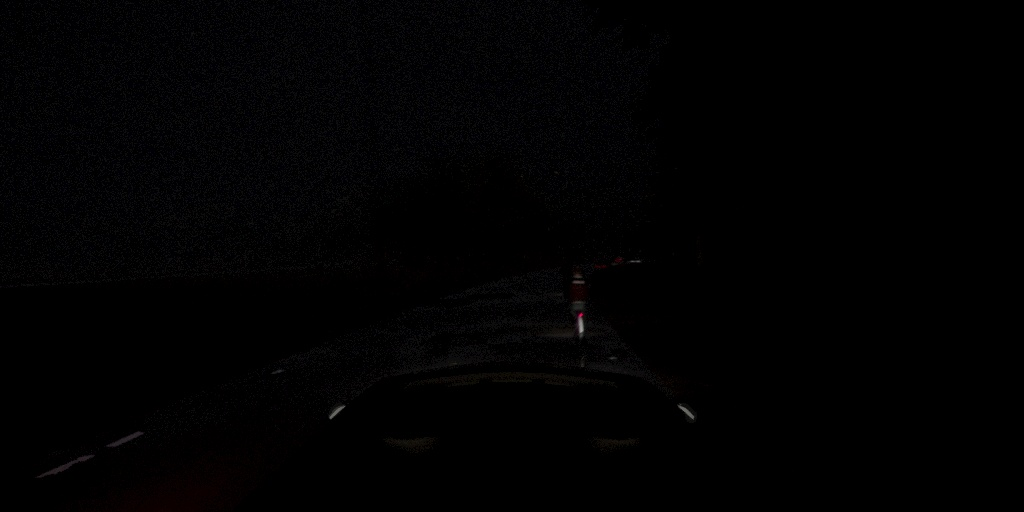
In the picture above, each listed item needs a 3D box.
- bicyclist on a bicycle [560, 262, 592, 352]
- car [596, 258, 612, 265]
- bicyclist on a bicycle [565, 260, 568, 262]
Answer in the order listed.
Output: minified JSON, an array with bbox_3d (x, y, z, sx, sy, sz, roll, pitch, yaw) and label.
[{"bbox_3d":[1.446,1.098,7.941,0.659,1.776,1.843,-1,0,5],"label":"bicyclist on a bicycle"},{"bbox_3d":[15.988,0.953,62.055,1.895,1.301,4.718,0,0,26],"label":"car"},{"bbox_3d":[2.548,1.066,16.719,0.659,1.776,1.843,-1,0,9],"label":"bicyclist on a bicycle"}]
